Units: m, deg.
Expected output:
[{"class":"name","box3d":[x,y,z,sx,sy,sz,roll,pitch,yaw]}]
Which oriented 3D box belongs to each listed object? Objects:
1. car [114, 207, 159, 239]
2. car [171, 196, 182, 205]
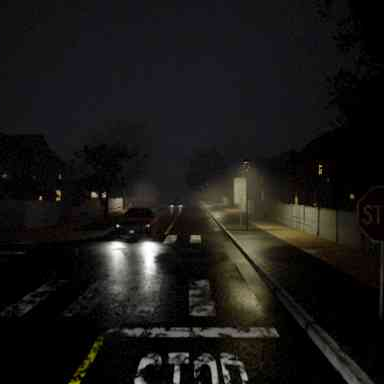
[{"class":"car","box3d":[-2.778,1.555,17.605,1.812,1.442,4.674,0,0,0]},{"class":"car","box3d":[-2.842,1.535,59.974,1.837,1.490,4.892,0,0,0]}]
